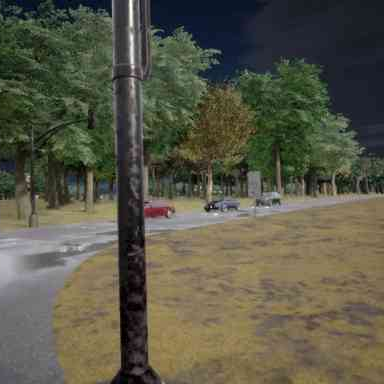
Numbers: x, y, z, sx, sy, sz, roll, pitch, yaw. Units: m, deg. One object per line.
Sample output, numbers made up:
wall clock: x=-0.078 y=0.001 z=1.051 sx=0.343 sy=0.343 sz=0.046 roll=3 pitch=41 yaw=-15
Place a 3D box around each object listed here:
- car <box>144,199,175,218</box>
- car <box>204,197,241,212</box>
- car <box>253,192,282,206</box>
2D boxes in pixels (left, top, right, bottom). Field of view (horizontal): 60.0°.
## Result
car: x=-3.130 y=1.277 z=24.057 sx=1.812 sy=1.442 sz=4.674 roll=-3 pitch=-1 yaw=37
car: x=2.959 y=1.156 z=32.057 sx=1.994 sy=1.385 sz=4.181 roll=-3 pitch=-1 yaw=37
car: x=9.170 y=0.789 z=40.220 sx=2.097 sy=1.767 sz=4.553 roll=-3 pitch=-1 yaw=37
